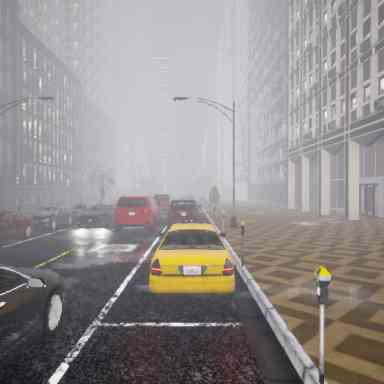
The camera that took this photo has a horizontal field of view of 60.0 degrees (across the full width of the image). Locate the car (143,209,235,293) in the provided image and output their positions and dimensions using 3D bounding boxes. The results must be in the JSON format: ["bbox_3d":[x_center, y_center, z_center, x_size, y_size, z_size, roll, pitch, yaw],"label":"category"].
[{"bbox_3d":[0.004,1.455,8.841,1.801,1.575,5.366,0,0,0],"label":"car"}]

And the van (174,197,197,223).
[{"bbox_3d":[-0.465,1.336,26.356,1.690,1.788,3.998,-1,0,0],"label":"van"}]

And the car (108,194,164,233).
[{"bbox_3d":[-3.154,1.219,19.966,2.150,2.045,5.566,0,0,0],"label":"car"}]

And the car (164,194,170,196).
[{"bbox_3d":[-3.046,1.215,35.010,2.150,2.045,5.566,0,0,0],"label":"car"}]

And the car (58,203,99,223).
[{"bbox_3d":[-8.843,1.577,26.356,1.802,1.307,4.206,-1,0,0],"label":"car"}]

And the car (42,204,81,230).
[{"bbox_3d":[-8.844,1.547,20.672,2.008,1.369,4.403,-1,0,0],"label":"car"}]

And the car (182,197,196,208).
[{"bbox_3d":[-0.463,1.541,49.090,2.008,1.369,4.403,-1,0,0],"label":"car"}]

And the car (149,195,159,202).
[{"bbox_3d":[-8.843,1.508,77.339,1.752,1.417,4.829,-1,0,0],"label":"car"}]

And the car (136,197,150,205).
[{"bbox_3d":[-8.843,1.569,60.458,1.802,1.307,4.206,-1,0,0],"label":"car"}]

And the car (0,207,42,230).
[{"bbox_3d":[-8.843,1.542,14.989,1.887,1.381,4.507,-1,0,0],"label":"car"}]

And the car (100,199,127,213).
[{"bbox_3d":[-8.844,1.544,37.723,2.008,1.369,4.403,-1,0,0],"label":"car"}]

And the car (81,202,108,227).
[{"bbox_3d":[-6.245,1.560,22.347,1.994,1.385,4.181,0,0,0],"label":"car"}]

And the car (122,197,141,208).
[{"bbox_3d":[-8.843,1.541,49.090,2.008,1.369,4.403,-1,0,0],"label":"car"}]

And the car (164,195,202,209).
[{"bbox_3d":[-0.465,1.311,20.672,2.192,1.841,5.009,-1,0,0],"label":"car"}]

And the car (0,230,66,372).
[{"bbox_3d":[-3.049,1.504,3.730,1.837,1.490,4.892,0,0,0],"label":"car"}]

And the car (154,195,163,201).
[{"bbox_3d":[-8.844,1.545,88.876,1.947,1.339,4.313,-1,0,0],"label":"car"}]

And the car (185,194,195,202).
[{"bbox_3d":[-0.465,1.298,77.509,2.192,1.841,5.009,-1,0,0],"label":"car"}]
